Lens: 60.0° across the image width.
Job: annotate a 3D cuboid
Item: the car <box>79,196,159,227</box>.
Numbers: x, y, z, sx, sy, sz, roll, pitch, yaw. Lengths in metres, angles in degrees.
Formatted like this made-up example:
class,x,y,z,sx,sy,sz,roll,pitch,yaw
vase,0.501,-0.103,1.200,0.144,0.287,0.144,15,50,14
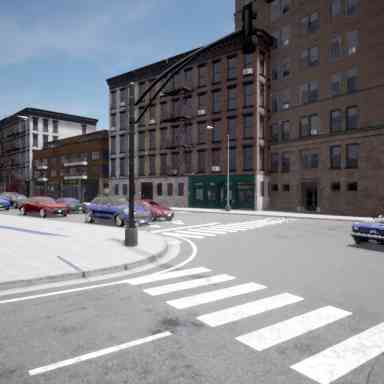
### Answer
class,x,y,z,sx,sy,sz,roll,pitch,yaw
car,-4.586,1.089,20.593,4.553,1.767,2.097,1,0,39

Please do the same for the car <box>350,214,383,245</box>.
class,x,y,z,sx,sy,sz,roll,pitch,yaw
car,8.575,1.548,13.725,4.718,1.301,1.895,0,2,-35

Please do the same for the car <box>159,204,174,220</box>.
class,x,y,z,sx,sy,sz,roll,pitch,yaw
car,-3.375,1.267,23.842,4.674,1.442,1.812,1,0,38

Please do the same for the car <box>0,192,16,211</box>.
class,x,y,z,sx,sy,sz,roll,pitch,yaw
car,-19.611,1.020,32.613,5.008,1.535,1.882,0,0,40

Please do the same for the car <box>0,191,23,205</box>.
class,x,y,z,sx,sy,sz,roll,pitch,yaw
car,-25.718,0.806,46.598,4.553,1.767,2.097,1,0,41

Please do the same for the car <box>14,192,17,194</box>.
class,x,y,z,sx,sy,sz,roll,pitch,yaw
car,-19.160,1.030,36.467,4.902,1.511,2.128,1,0,40

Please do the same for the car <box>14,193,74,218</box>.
class,x,y,z,sx,sy,sz,roll,pitch,yaw
car,-11.741,1.118,26.232,5.008,1.535,1.882,1,0,39

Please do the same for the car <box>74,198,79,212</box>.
class,x,y,z,sx,sy,sz,roll,pitch,yaw
car,-11.155,1.201,29.923,4.181,1.385,1.994,1,0,39
